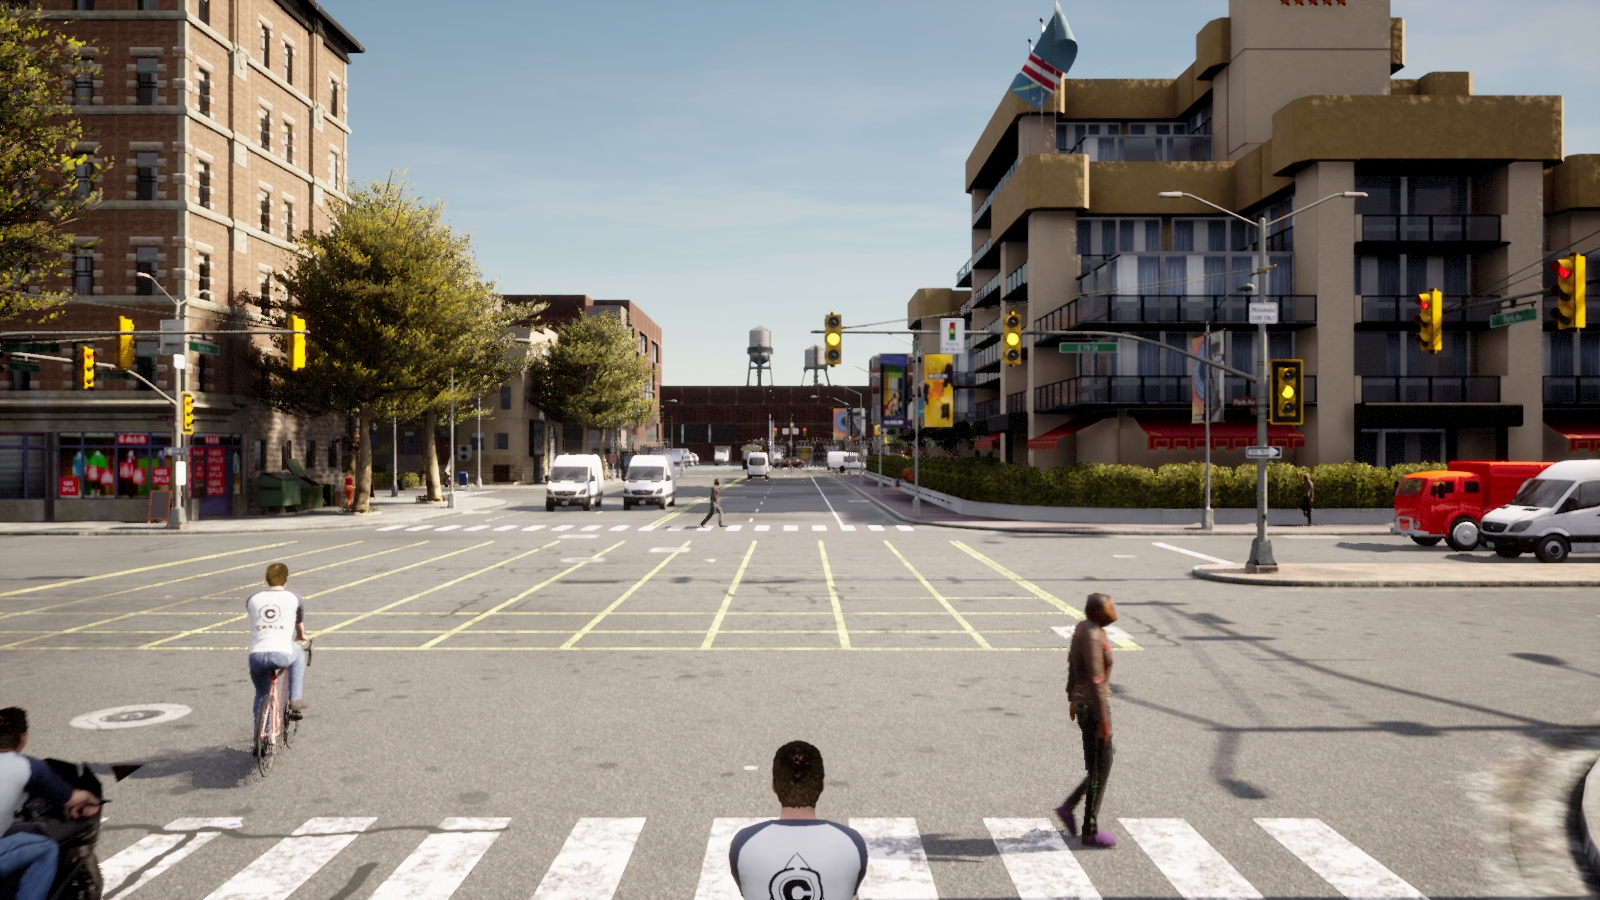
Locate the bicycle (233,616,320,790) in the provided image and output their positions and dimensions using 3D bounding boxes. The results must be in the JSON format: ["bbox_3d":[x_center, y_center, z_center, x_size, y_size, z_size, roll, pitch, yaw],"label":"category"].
[{"bbox_3d":[-4.670,2.207,10.263,0.373,1.196,1.643,0,0,-13],"label":"bicycle"}]

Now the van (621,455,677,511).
[{"bbox_3d":[-7.235,1.538,55.339,1.988,2.561,5.915,0,0,0],"label":"van"}]

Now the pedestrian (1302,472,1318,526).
[{"bbox_3d":[17.643,1.699,39.531,0.375,1.860,0.375,0,0,0],"label":"pedestrian"}]

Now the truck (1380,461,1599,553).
[{"bbox_3d":[19.800,1.570,32.543,5.204,2.467,2.627,0,0,0],"label":"truck"}]

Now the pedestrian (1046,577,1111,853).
[{"bbox_3d":[1.958,1.850,8.067,0.375,1.860,0.375,0,0,1],"label":"pedestrian"}]

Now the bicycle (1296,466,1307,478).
[{"bbox_3d":[51.295,2.218,116.830,0.329,1.171,1.835,0,0,1],"label":"bicycle"}]

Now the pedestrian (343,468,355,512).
[{"bbox_3d":[-19.200,1.700,48.595,0.375,1.860,0.375,0,0,-4],"label":"pedestrian"}]

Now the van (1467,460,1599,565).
[{"bbox_3d":[20.480,1.536,29.036,5.915,2.561,1.988,0,0,0],"label":"van"}]

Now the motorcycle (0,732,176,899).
[{"bbox_3d":[-3.906,2.213,5.588,0.803,1.145,2.033,0,0,-7],"label":"motorcycle"}]

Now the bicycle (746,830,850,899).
[{"bbox_3d":[-0.007,2.206,4.025,0.373,1.196,1.643,0,0,0],"label":"bicycle"}]

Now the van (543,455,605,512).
[{"bbox_3d":[-10.705,1.538,54.534,1.988,2.561,5.915,0,0,-2],"label":"van"}]

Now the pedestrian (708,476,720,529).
[{"bbox_3d":[-3.061,1.852,40.638,0.375,1.860,0.375,0,0,6],"label":"pedestrian"}]
